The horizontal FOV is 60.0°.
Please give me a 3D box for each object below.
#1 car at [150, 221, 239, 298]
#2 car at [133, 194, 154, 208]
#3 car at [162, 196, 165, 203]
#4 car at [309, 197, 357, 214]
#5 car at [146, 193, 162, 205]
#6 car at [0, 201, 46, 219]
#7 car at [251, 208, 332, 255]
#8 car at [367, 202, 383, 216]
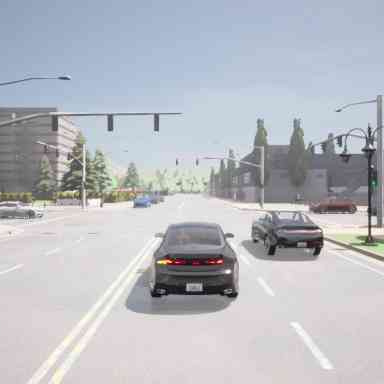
[{"bbox_3d":[0.061,1.505,8.530,1.837,1.490,4.892,0,0,0],"label":"car"},{"bbox_3d":[-7.137,1.477,47.898,1.882,1.535,5.008,0,0,1],"label":"car"},{"bbox_3d":[-7.009,1.525,71.893,2.128,1.511,4.902,0,0,0],"label":"car"},{"bbox_3d":[14.643,1.352,34.743,4.553,1.767,2.097,0,0,-1],"label":"car"},{"bbox_3d":[-7.081,1.477,60.006,1.882,1.535,5.008,0,0,0],"label":"car"},{"bbox_3d":[-14.837,1.526,28.093,4.674,1.442,1.812,0,0,-2],"label":"car"},{"bbox_3d":[3.582,1.491,13.210,2.128,1.511,4.902,0,0,0],"label":"car"},{"bbox_3d":[19.083,1.505,31.293,4.892,1.490,1.837,0,0,-1],"label":"car"}]
